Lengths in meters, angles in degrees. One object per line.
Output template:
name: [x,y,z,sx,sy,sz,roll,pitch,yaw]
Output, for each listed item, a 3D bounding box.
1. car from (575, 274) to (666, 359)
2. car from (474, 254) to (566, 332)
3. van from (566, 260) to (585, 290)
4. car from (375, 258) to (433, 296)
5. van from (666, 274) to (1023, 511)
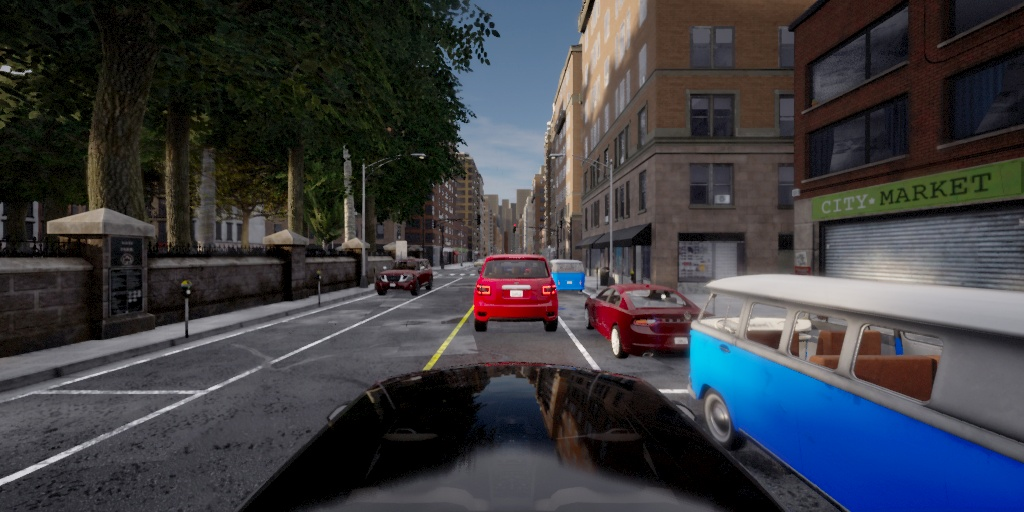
car: [2.855,1.294,8.277,1.888,1.381,4.507,0,0,0]
car: [0.096,0.970,11.036,2.150,2.045,5.566,0,0,0]
van: [2.854,1.085,19.598,1.690,1.789,3.998,0,0,0]
car: [-5.671,1.059,19.557,2.192,1.841,5.009,0,0,0]
van: [2.856,1.091,2.616,1.690,1.789,3.998,0,0,0]
